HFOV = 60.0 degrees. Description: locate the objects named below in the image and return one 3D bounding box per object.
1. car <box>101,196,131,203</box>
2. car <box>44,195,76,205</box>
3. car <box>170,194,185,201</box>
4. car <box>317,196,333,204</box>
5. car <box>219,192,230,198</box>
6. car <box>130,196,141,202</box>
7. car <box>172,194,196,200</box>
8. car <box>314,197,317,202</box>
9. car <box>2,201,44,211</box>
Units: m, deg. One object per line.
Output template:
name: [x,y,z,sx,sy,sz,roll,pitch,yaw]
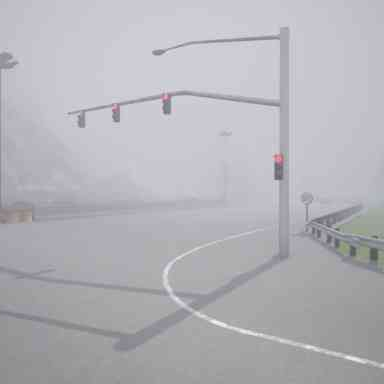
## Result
car: [-9.988,1.540,40.062,1.895,1.301,4.718,0,0,32]
car: [-18.508,1.270,46.237,2.097,1.767,4.553,0,0,32]
car: [-3.260,1.230,76.540,2.128,1.511,4.902,0,0,15]
car: [25.604,1.549,63.310,1.994,1.385,4.181,0,0,16]
car: [7.501,0.777,76.623,2.150,2.045,5.566,0,0,10]
car: [-11.056,1.397,58.090,1.882,1.535,5.008,0,0,31]
car: [-0.974,1.433,54.601,2.128,1.511,4.902,0,0,29]
car: [28.159,1.520,72.898,2.033,1.411,5.357,0,0,7]
car: [-16.218,1.500,30.288,1.994,1.385,4.181,0,0,33]
